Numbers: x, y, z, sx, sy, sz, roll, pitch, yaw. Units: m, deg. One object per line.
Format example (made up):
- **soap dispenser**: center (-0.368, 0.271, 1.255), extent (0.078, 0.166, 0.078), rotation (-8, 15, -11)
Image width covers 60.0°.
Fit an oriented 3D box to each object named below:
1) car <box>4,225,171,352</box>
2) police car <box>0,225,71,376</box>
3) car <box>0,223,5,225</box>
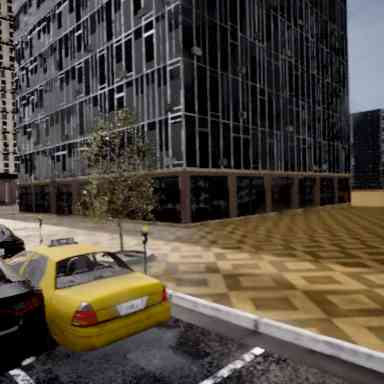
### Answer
- **car**: center (-2.452, 1.501, 6.034), extent (4.829, 1.417, 1.752), rotation (-1, 1, 44)
- **police car**: center (-4.040, 1.449, 5.071), extent (5.238, 1.638, 1.930), rotation (-1, 1, 44)
- **car**: center (-6.394, 1.588, 9.859), extent (4.313, 1.339, 1.947), rotation (-1, 1, 44)
